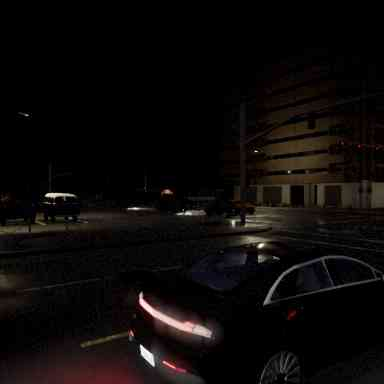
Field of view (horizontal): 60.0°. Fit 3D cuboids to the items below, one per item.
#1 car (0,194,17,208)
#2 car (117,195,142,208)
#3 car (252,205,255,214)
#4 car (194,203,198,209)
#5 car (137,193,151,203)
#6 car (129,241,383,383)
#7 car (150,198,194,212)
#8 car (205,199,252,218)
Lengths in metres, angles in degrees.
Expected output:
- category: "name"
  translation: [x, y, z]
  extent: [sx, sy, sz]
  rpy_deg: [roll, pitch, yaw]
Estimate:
- category: "car"
  translation: [-31.485, 1.209, 56.509]
  extent: [1.932, 1.855, 4.605]
  rpy_deg: [0, 0, -34]
- category: "car"
  translation: [-9.508, 1.619, 49.083]
  extent: [1.994, 1.385, 4.181]
  rpy_deg: [0, 0, -34]
- category: "car"
  translation: [4.462, 1.533, 34.797]
  extent: [1.882, 1.535, 5.008]
  rpy_deg: [0, 0, -34]
- category: "car"
  translation: [-1.113, 1.558, 42.969]
  extent: [1.837, 1.490, 4.892]
  rpy_deg: [0, 1, -34]
- category: "car"
  translation: [-10.497, 1.277, 69.458]
  extent: [2.150, 2.045, 5.566]
  rpy_deg: [0, 0, -34]
- category: "car"
  translation: [1.539, 1.492, 4.841]
  extent: [4.902, 1.511, 2.128]
  rpy_deg: [0, 0, -34]
- category: "car"
  translation: [-2.419, 1.603, 38.669]
  extent: [2.033, 1.411, 5.357]
  rpy_deg: [0, 0, -34]
- category: "car"
  translation: [2.985, 1.581, 30.750]
  extent: [1.812, 1.442, 4.674]
  rpy_deg: [0, 0, -34]
